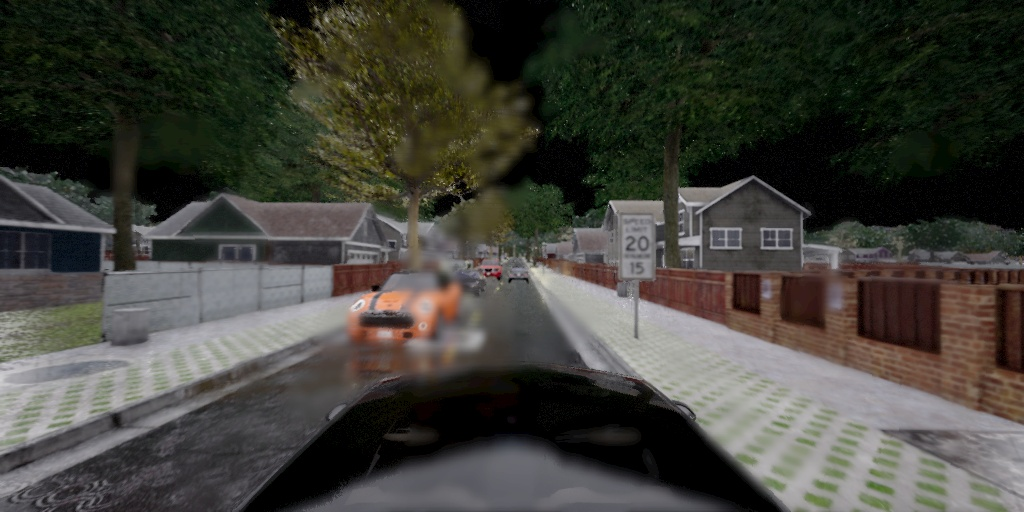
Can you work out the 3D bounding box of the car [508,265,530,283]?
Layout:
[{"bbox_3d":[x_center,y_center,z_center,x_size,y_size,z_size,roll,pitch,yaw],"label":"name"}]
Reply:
[{"bbox_3d":[0.613,1.653,32.395,2.033,1.411,5.357,0,0,1],"label":"car"}]

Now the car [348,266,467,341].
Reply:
[{"bbox_3d":[-2.732,1.180,10.163,2.097,1.767,4.553,0,-1,1],"label":"car"}]

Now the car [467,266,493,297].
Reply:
[{"bbox_3d":[-2.515,1.507,20.858,2.033,1.411,5.357,0,-1,1],"label":"car"}]

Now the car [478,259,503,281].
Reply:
[{"bbox_3d":[-2.124,1.322,36.010,2.150,2.045,5.566,0,-1,1],"label":"car"}]
